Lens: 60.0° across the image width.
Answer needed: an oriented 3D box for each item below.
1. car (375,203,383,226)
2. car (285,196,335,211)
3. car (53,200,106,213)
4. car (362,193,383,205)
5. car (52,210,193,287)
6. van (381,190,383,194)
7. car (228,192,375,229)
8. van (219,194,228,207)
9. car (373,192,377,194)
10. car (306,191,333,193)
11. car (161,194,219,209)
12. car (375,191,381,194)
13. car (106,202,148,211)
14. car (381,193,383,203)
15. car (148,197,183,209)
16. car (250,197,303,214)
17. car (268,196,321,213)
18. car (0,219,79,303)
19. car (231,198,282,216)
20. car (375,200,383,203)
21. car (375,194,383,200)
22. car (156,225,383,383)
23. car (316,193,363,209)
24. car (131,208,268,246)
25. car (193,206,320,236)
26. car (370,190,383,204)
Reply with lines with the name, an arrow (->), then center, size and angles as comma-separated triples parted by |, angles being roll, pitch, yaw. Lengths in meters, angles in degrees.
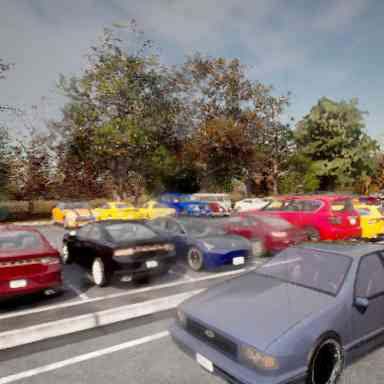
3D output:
car -> 6.773, 1.410, 16.177 | 2.097, 1.535, 5.008 | -1, 1, -35
car -> 12.896, 1.226, 36.483 | 2.163, 1.488, 4.792 | -1, 1, -35
car -> -7.731, 1.382, 22.029 | 2.185, 1.767, 4.553 | 0, 0, -35
car -> 26.592, 0.971, 46.054 | 2.097, 1.535, 5.008 | -1, 1, -35
car -> -2.348, 1.531, 9.784 | 2.097, 1.535, 5.008 | 0, 0, -35
van -> 15.817, 1.045, 22.665 | 1.878, 1.987, 4.442 | -1, 1, -35
car -> 4.472, 1.194, 14.606 | 2.435, 2.045, 5.566 | -1, 1, -35
van -> 1.576, 1.147, 28.372 | 1.878, 1.987, 4.442 | -1, 1, -35
car -> 19.753, 1.126, 41.258 | 2.002, 1.452, 4.674 | -1, 1, -35
car -> 15.208, 0.909, 38.035 | 2.435, 2.045, 5.566 | -1, 1, -35
car -> -0.755, 1.156, 26.846 | 2.435, 2.045, 5.566 | -1, 1, -35
car -> 22.038, 1.048, 42.850 | 2.097, 1.535, 5.008 | -1, 1, -35
car -> -5.428, 1.478, 23.599 | 2.097, 1.535, 5.008 | -1, 0, -35
car -> 31.152, 0.894, 49.253 | 2.231, 1.521, 4.892 | -1, 1, -35
car -> -3.156, 1.439, 25.424 | 1.946, 1.575, 5.366 | -1, 1, -35
car -> 8.349, 1.268, 33.268 | 2.097, 1.535, 5.008 | -1, 1, -35
car -> 10.629, 1.233, 34.868 | 2.231, 1.521, 4.892 | -1, 1, -35
car -> -4.632, 1.545, 8.183 | 2.097, 1.535, 5.008 | 0, 0, -35
car -> 6.071, 1.344, 31.668 | 2.002, 1.452, 4.674 | -1, 1, -35
car -> 8.942, 1.373, 17.931 | 1.946, 1.575, 5.366 | -1, 1, -35
car -> 11.242, 1.217, 19.278 | 2.185, 1.767, 4.553 | -1, 1, -35
car -> 2.310, 1.530, 5.320 | 5.357, 1.411, 2.033 | 0, 0, -35
car -> 17.490, 0.998, 39.631 | 2.185, 1.767, 4.553 | -1, 1, -35
car -> -0.052, 1.539, 11.365 | 2.163, 1.488, 4.792 | -1, 0, -35
car -> 2.214, 1.520, 12.985 | 2.002, 1.452, 4.674 | -1, 1, -35
car -> 28.890, 0.681, 47.625 | 2.435, 2.045, 5.566 | -1, 1, -35
